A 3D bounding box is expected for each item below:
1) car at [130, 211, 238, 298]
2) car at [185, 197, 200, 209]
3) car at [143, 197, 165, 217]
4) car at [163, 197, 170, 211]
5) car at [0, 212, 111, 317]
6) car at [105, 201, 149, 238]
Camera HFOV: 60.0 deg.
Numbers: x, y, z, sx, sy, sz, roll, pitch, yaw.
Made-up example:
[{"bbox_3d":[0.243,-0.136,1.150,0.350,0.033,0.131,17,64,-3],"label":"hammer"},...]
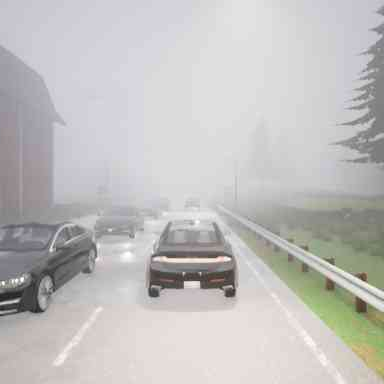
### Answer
[{"bbox_3d":[0.001,1.458,8.440,2.128,1.511,4.902,0,0,0],"label":"car"},{"bbox_3d":[0.064,1.365,41.538,2.033,1.411,5.357,0,0,1],"label":"car"},{"bbox_3d":[-3.594,1.404,27.356,1.812,1.442,4.674,0,0,0],"label":"car"},{"bbox_3d":[-3.553,1.309,37.844,1.882,1.535,5.008,0,0,0],"label":"car"},{"bbox_3d":[-3.600,1.458,7.620,2.128,1.511,4.902,0,0,0],"label":"car"},{"bbox_3d":[-3.598,1.429,17.092,1.837,1.490,4.892,0,0,0],"label":"car"}]
